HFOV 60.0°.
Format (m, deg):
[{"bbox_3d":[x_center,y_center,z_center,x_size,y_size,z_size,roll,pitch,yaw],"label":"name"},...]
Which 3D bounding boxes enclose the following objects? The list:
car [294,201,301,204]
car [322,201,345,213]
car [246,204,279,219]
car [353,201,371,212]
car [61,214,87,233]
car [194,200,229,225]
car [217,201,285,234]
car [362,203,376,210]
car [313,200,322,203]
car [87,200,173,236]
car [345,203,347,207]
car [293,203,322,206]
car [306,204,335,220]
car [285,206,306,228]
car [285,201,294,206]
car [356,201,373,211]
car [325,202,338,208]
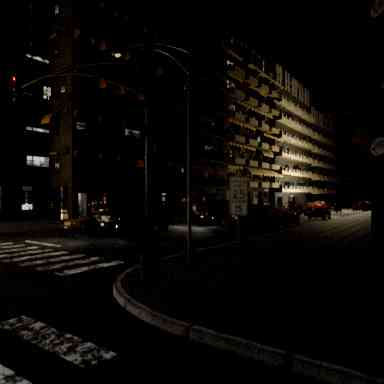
[{"bbox_3d":[16.575,2.346,54.594,2.192,1.841,5.009,-1,-2,35],"label":"car"},{"bbox_3d":[22.563,2.558,53.029,1.837,1.490,4.892,0,-1,35],"label":"car"},{"bbox_3d":[8.104,2.196,37.854,1.837,1.490,4.892,0,-1,35],"label":"car"},{"bbox_3d":[29.934,2.525,59.165,2.192,1.841,5.009,-1,-2,35],"label":"car"},{"bbox_3d":[-6.186,1.840,21.922,1.752,1.417,4.829,-1,-2,35],"label":"car"},{"bbox_3d":[2.383,1.733,29.668,2.150,2.045,5.566,0,-1,34],"label":"car"},{"bbox_3d":[4.031,1.714,21.993,2.192,1.841,5.009,-1,-2,35],"label":"car"},{"bbox_3d":[36.412,2.974,68.452,1.947,1.339,4.313,-1,-2,35],"label":"car"},{"bbox_3d":[23.053,2.777,63.883,1.887,1.381,4.507,-1,-2,35],"label":"car"},{"bbox_3d":[-3.521,1.546,21.196,2.150,2.045,5.566,0,-1,35],"label":"car"},{"bbox_3d":[39.244,3.288,87.117,1.947,1.339,4.313,-1,-2,35],"label":"car"},{"bbox_3d":[14.580,2.405,41.570,1.895,1.301,4.718,0,-1,35],"label":"car"},{"bbox_3d":[13.747,2.287,35.925,1.802,1.307,4.206,-1,-2,35],"label":"car"},{"bbox_3d":[7.271,2.047,26.633,1.887,1.381,4.507,-1,-2,35],"label":"car"},{"bbox_3d":[13.241,2.452,49.802,1.752,1.417,4.829,-1,-2,35],"label":"car"},{"bbox_3d":[33.172,2.625,63.812,2.192,1.841,5.009,-1,-2,35],"label":"car"},{"bbox_3d":[32.767,3.073,77.822,1.887,1.381,4.507,-1,-2,35],"label":"car"}]
